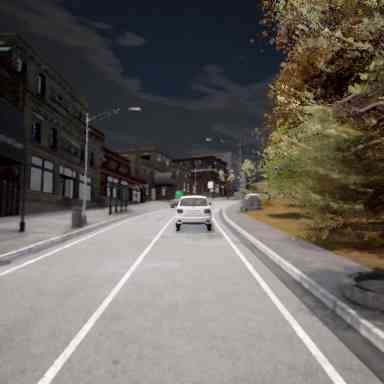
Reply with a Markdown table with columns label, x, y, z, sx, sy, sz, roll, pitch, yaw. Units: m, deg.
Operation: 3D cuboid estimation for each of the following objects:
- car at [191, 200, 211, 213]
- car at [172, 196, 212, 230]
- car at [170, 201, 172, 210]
| label | x | y | z | sx | sy | sz | roll | pitch | yaw |
| --- | --- | --- | --- | --- | --- | --- | --- | --- | --- |
| car | 1.155 | 1.650 | 39.599 | 1.895 | 1.301 | 4.718 | -1 | 0 | 7 |
| car | 0.115 | 1.263 | 21.489 | 2.150 | 2.045 | 5.566 | 0 | 0 | 0 |
| car | -1.733 | 1.610 | 45.572 | 1.837 | 1.490 | 4.892 | -1 | -1 | 9 |
